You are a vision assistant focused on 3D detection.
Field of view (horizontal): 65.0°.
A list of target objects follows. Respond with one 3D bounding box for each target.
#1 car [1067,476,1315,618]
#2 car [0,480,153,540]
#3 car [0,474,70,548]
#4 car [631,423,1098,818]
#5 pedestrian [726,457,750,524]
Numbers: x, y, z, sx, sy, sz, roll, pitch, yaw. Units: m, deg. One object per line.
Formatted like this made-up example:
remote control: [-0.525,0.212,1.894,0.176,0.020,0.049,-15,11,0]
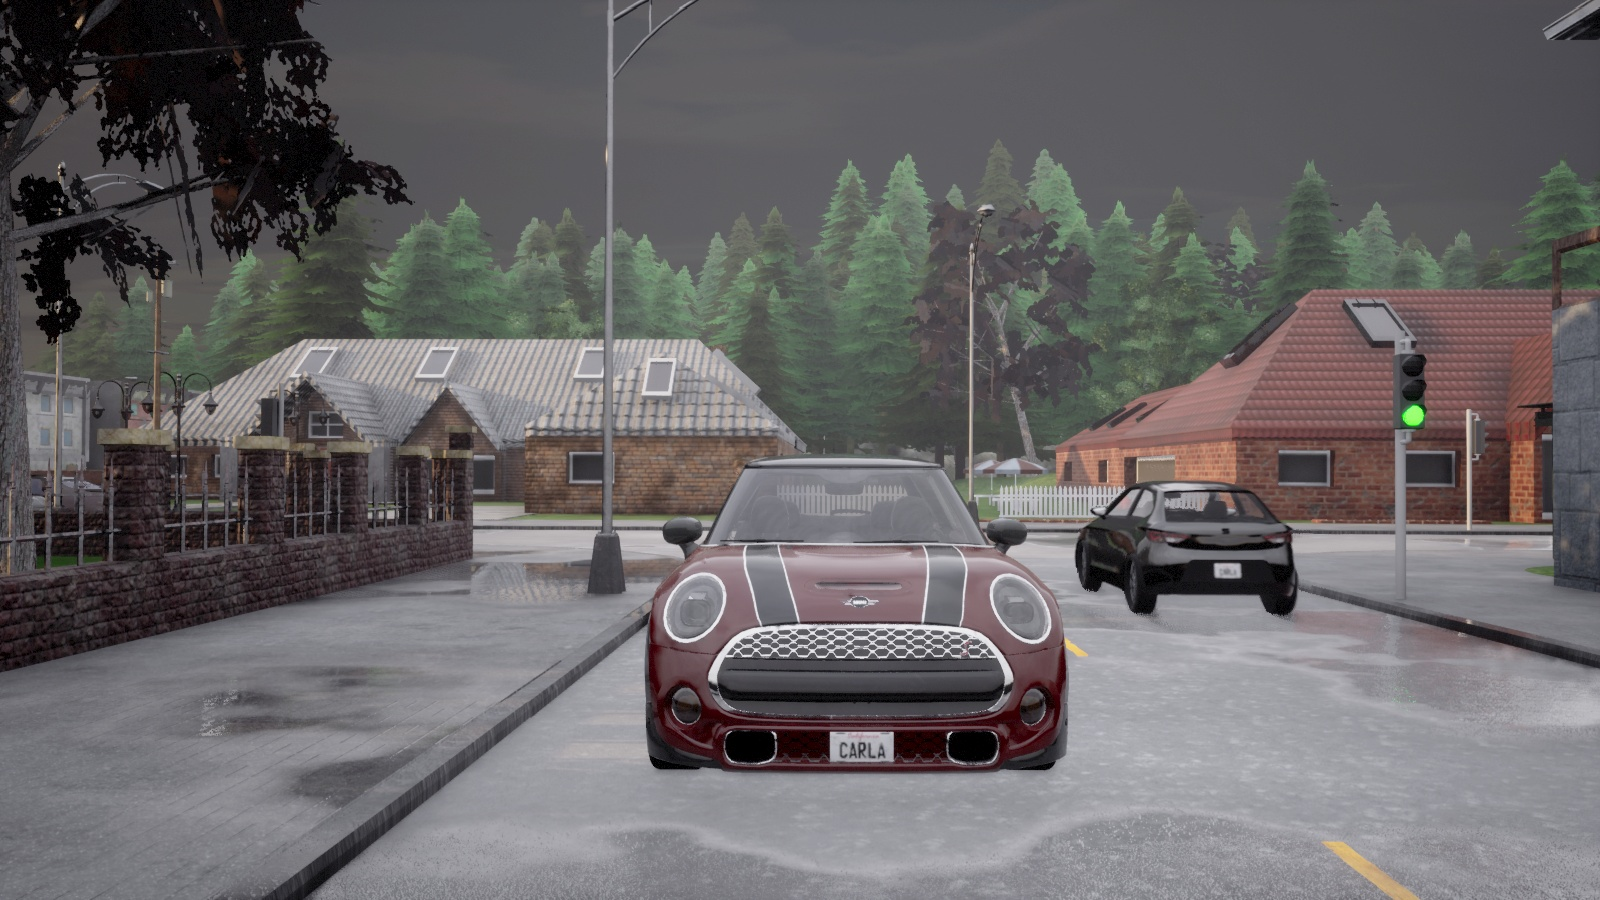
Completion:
car: [4.555,1.066,15.303,1.816,1.474,4.193,0,-1,2]
car: [-19.191,1.460,31.080,5.357,1.411,2.033,0,-1,4]
car: [-18.574,1.289,27.041,4.514,1.525,2.007,0,-1,0]
car: [0.271,0.805,7.943,2.097,1.767,4.553,0,-1,0]
pedestrian: [-1.712,1.110,34.663,0.634,1.846,0.331,0,-1,1]
